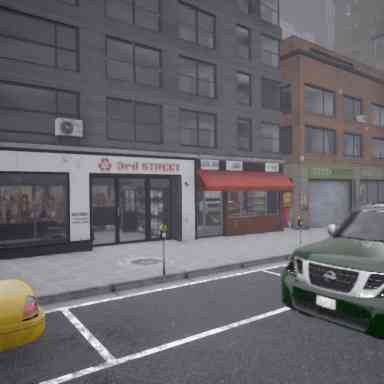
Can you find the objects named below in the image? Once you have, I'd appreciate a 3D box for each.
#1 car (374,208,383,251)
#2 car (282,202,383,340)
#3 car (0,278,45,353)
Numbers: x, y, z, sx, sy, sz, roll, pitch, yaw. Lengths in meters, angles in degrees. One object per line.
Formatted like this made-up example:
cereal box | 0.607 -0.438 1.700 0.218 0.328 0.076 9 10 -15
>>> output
car | 9.306 1.439 13.307 4.097 1.590 1.967 0 -1 -36
car | 4.158 1.220 6.347 5.566 2.045 2.150 0 0 -36
car | -4.275 1.526 3.614 4.829 1.417 1.752 0 -1 -36
